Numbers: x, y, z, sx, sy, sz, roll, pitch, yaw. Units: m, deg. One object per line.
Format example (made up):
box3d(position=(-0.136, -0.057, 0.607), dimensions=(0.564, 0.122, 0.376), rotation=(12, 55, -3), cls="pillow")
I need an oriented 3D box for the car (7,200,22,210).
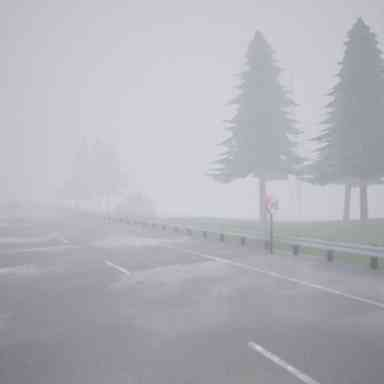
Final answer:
box3d(position=(-29.263, 2.090, 54.950), dimensions=(1.837, 1.490, 4.892), rotation=(0, -1, -33), cls="car")
